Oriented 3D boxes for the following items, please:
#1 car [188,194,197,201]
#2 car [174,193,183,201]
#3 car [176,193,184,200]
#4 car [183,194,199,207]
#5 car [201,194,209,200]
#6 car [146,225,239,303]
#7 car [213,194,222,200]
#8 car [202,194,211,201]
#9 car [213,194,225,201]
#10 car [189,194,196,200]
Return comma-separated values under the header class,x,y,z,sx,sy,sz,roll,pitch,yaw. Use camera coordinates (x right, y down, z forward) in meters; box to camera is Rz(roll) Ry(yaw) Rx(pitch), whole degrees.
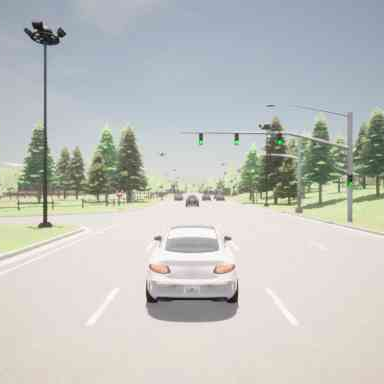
class,x,y,z,sx,sy,sz,roll,pitch,yaw
car,0.095,1.340,82.968,2.097,1.767,4.553,0,0,0
car,-3.405,1.536,82.969,1.994,1.385,4.181,0,0,0
car,-3.394,1.179,92.975,2.097,1.767,4.553,0,0,0
car,0.059,1.347,51.938,2.097,1.767,4.553,0,0,0
car,3.606,1.364,92.997,2.033,1.411,5.357,0,0,0
car,0.015,1.525,8.065,1.812,1.442,4.674,0,0,0
car,7.106,1.376,92.993,1.994,1.385,4.181,0,0,0
car,3.595,1.340,82.964,2.097,1.767,4.553,0,0,0
car,7.094,1.509,82.573,2.128,1.511,4.902,0,0,0
car,0.106,1.324,93.001,1.837,1.490,4.892,0,0,0
